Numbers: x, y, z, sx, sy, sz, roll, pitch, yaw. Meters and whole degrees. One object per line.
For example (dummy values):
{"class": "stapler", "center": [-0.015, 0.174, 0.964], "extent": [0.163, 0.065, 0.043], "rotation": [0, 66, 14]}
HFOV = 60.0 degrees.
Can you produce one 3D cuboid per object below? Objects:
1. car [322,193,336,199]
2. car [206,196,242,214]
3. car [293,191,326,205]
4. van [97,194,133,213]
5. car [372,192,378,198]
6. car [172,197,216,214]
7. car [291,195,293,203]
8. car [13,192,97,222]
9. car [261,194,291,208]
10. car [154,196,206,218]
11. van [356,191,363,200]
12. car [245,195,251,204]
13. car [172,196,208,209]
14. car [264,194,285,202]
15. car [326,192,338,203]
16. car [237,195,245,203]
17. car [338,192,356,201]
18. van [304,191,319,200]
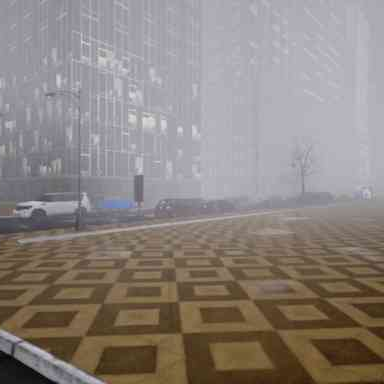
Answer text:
{"class": "car", "center": [33.070, 0.828, 80.212], "extent": [1.947, 1.339, 4.313], "rotation": [1, 1, 41]}
{"class": "car", "center": [2.527, 1.319, 31.459], "extent": [1.947, 1.339, 4.313], "rotation": [1, 1, 41]}
{"class": "car", "center": [17.258, 0.885, 48.798], "extent": [2.192, 1.841, 5.009], "rotation": [1, 1, 41]}
{"class": "van", "center": [-7.669, 1.105, 32.711], "extent": [1.690, 1.788, 3.998], "rotation": [1, 1, 41]}
{"class": "car", "center": [43.151, 0.704, 79.641], "extent": [1.801, 1.575, 5.366], "rotation": [0, 1, 41]}
{"class": "car", "center": [0.268, 1.271, 32.929], "extent": [1.812, 1.442, 4.674], "rotation": [0, 1, 41]}
{"class": "car", "center": [16.340, 1.110, 51.743], "extent": [1.994, 1.385, 4.181], "rotation": [0, 1, 41]}
{"class": "car", "center": [-10.434, 1.054, 25.313], "extent": [2.150, 2.045, 5.566], "rotation": [0, 1, 41]}
{"class": "car", "center": [9.866, 1.243, 40.151], "extent": [1.802, 1.307, 4.206], "rotation": [1, 1, 41]}
{"class": "car", "center": [-1.125, 1.240, 27.096], "extent": [1.967, 1.590, 4.097], "rotation": [1, 1, 41]}
{"class": "van", "center": [35.735, 0.682, 70.424], "extent": [1.690, 1.788, 3.998], "rotation": [1, 1, 41]}
{"class": "car", "center": [7.202, 1.147, 49.934], "extent": [1.947, 1.339, 4.313], "rotation": [1, 1, 41]}
{"class": "car", "center": [-0.194, 1.217, 41.291], "extent": [1.887, 1.381, 4.507], "rotation": [1, 1, 41]}
{"class": "car", "center": [14.593, 1.055, 58.585], "extent": [1.947, 1.339, 4.313], "rotation": [1, 1, 41]}
{"class": "car", "center": [20.953, 0.839, 53.123], "extent": [2.192, 1.841, 5.009], "rotation": [1, 1, 41]}
{"class": "car", "center": [4.441, 1.251, 42.695], "extent": [1.895, 1.301, 4.718], "rotation": [0, 1, 41]}
{"class": "car", "center": [28.453, 0.956, 61.905], "extent": [1.752, 1.417, 4.829], "rotation": [1, 1, 41]}
{"class": "van", "center": [25.680, 0.694, 71.557], "extent": [1.690, 1.788, 3.998], "rotation": [1, 1, 41]}
